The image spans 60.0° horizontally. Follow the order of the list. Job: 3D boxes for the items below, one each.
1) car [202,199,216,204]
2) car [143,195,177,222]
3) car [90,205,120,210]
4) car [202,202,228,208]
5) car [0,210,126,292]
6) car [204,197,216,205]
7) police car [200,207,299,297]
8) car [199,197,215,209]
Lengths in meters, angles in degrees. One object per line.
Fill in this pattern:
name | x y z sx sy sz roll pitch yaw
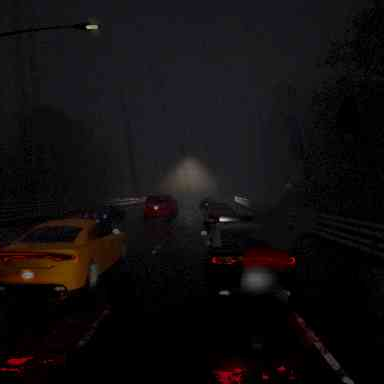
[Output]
car | 1.858 1.511 24.451 1.837 1.490 4.892 0 0 3
car | -2.458 1.230 26.795 2.150 2.045 5.566 0 0 3
car | -6.116 1.605 23.723 1.895 1.301 4.718 0 0 3
car | 1.598 1.529 18.533 1.812 1.442 4.674 0 0 2
car | -3.155 1.477 9.018 1.882 1.535 5.008 0 0 2
car | 3.373 1.590 60.820 2.033 1.411 5.357 0 0 6
police car | 1.267 1.425 8.773 1.930 1.638 5.238 0 0 2
car | 2.079 1.587 45.249 1.994 1.385 4.181 0 0 5
